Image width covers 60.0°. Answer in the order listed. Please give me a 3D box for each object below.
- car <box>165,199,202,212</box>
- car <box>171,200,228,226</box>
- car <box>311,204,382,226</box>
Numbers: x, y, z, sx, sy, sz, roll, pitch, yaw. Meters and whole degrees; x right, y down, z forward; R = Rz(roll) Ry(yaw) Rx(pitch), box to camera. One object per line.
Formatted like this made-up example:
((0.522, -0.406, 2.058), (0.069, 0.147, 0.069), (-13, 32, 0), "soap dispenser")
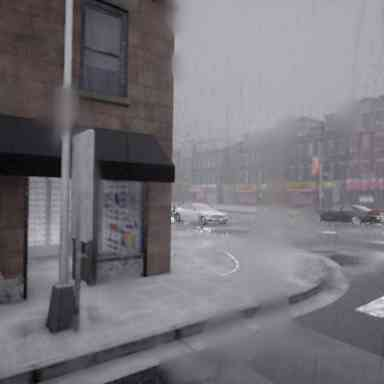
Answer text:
((-1.167, 1.620, 42.051), (2.033, 1.411, 5.357), (2, 0, -36), "car")
((0.460, 1.473, 22.891), (1.812, 1.442, 4.674), (2, -1, -36), "car")
((11.335, 1.639, 24.843), (1.882, 1.535, 5.008), (2, -1, -36), "car")
